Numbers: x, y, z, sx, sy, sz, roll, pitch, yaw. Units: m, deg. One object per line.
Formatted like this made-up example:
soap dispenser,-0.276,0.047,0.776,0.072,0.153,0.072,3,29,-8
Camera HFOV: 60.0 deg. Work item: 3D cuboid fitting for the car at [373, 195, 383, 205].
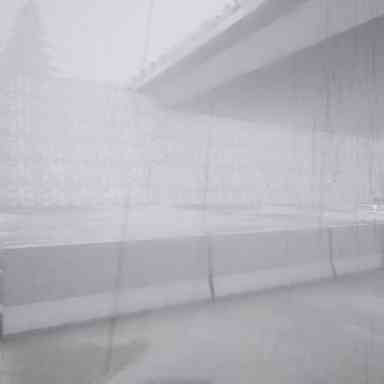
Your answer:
car,22.498,0.740,36.937,5.357,1.411,2.033,1,3,-30
